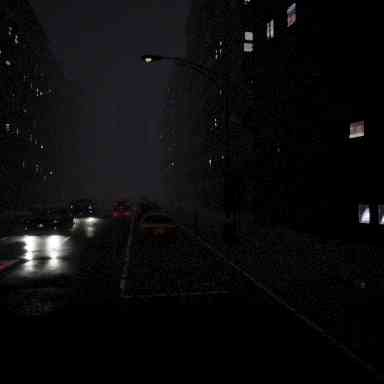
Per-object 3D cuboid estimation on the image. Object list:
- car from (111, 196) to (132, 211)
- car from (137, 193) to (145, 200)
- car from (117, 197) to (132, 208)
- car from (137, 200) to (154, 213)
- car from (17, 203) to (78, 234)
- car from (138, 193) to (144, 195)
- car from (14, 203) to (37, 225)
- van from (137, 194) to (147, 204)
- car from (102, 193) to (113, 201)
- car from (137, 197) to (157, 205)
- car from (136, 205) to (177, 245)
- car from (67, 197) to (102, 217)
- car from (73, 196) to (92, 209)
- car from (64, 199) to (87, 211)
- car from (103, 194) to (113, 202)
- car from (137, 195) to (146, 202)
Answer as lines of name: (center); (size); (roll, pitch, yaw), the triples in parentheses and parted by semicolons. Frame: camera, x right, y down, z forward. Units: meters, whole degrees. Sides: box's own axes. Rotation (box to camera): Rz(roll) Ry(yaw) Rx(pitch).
car: (-8.400, 1.542, 40.159); (1.812, 1.442, 4.674); (0, 0, -9)
car: (-14.184, 1.317, 91.851); (2.192, 1.841, 5.009); (1, 0, -9)
car: (-10.102, 1.563, 50.332); (2.033, 1.411, 5.357); (0, 0, -9)
car: (-5.229, 1.594, 37.173); (1.802, 1.307, 4.206); (1, 0, -9)
car: (-8.165, 1.581, 19.235); (1.994, 1.385, 4.181); (0, 0, -9)
car: (-8.811, 1.450, 59.044); (1.967, 1.590, 4.097); (1, 0, -9)
car: (-11.672, 1.548, 24.664); (1.752, 1.417, 4.829); (1, 0, -9)
van: (-9.705, 1.351, 64.512); (1.690, 1.788, 3.998); (1, 0, -9)
car: (-21.549, 1.333, 84.977); (2.192, 1.841, 5.009); (1, 0, -9)
car: (-3.436, 1.450, 26.238); (1.967, 1.590, 4.097); (1, 0, -9)
car: (-1.673, 1.530, 15.470); (1.752, 1.417, 4.829); (1, 0, -9)
car: (-10.181, 1.377, 31.625); (2.097, 1.767, 4.553); (0, 0, -9)
car: (-15.281, 1.466, 46.702); (1.967, 1.590, 4.097); (1, 0, -9)
car: (-14.386, 1.571, 41.234); (1.887, 1.381, 4.507); (1, 0, -9)
car: (-20.658, 1.571, 79.508); (2.008, 1.369, 4.403); (1, 0, -9)
car: (-11.498, 1.448, 75.448); (1.967, 1.590, 4.097); (1, 0, -9)
